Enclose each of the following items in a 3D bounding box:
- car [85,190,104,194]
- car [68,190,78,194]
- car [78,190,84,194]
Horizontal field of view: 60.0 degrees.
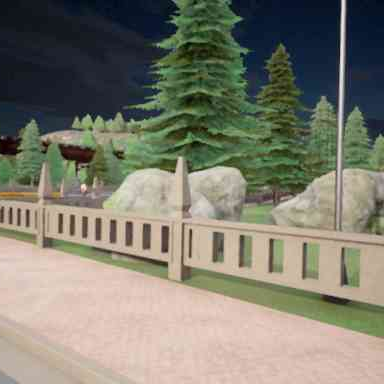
[{"bbox_3d":[-13.713,0.610,51.443,1.895,1.301,4.718,2,2,36],"label":"car"},{"bbox_3d":[-19.976,0.355,54.705,2.128,1.511,4.902,2,2,36],"label":"car"},{"bbox_3d":[-15.573,0.387,54.800,2.128,1.511,4.902,2,2,36],"label":"car"}]
